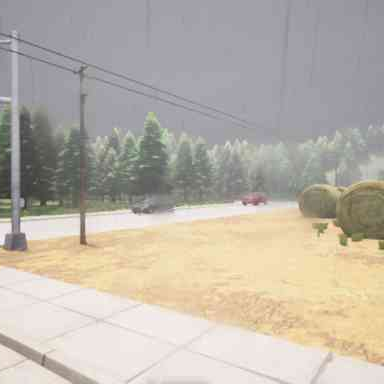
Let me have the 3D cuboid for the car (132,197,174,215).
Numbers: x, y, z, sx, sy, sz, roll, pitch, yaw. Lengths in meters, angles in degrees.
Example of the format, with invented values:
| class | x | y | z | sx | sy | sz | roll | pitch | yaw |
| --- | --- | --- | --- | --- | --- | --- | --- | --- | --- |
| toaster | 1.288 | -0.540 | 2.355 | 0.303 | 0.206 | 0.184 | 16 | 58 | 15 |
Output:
| class | x | y | z | sx | sy | sz | roll | pitch | yaw |
| --- | --- | --- | --- | --- | --- | --- | --- | --- | --- |
| car | -3.799 | 1.296 | 32.875 | 2.097 | 1.767 | 4.553 | 0 | 0 | 37 |

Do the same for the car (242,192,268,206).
| class | x | y | z | sx | sy | sz | roll | pitch | yaw |
| --- | --- | --- | --- | --- | --- | --- | --- | --- | --- |
| car | 9.719 | 1.032 | 50.874 | 2.150 | 2.045 | 5.566 | 0 | 0 | 37 |
